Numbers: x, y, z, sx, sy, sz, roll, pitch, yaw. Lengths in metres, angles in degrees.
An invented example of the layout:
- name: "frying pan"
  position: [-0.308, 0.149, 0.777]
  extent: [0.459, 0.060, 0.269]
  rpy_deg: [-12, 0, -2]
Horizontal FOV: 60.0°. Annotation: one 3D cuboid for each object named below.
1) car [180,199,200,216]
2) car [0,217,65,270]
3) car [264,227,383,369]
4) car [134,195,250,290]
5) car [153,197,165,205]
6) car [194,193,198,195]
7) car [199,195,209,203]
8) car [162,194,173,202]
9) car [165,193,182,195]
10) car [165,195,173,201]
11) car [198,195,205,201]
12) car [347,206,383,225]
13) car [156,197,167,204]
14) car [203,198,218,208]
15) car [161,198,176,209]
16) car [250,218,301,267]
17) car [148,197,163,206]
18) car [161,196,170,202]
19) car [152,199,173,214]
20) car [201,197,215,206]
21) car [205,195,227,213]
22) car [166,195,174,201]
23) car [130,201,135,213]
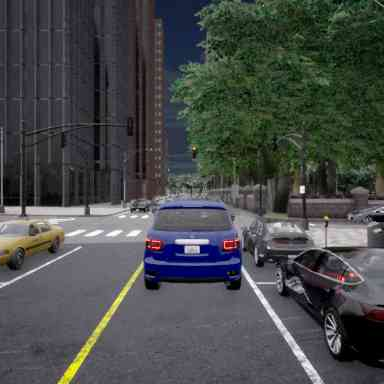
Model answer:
- name: "car"
  position: [-0.272, 1.512, 34.600]
  extent: [1.837, 1.490, 4.892]
  rpy_deg: [-2, 0, -2]
- name: "car"
  position: [-5.790, 1.526, 11.037]
  extent: [1.752, 1.417, 4.829]
  rpy_deg: [0, 0, 0]
- name: "car"
  position: [2.749, 1.566, 5.725]
  extent: [1.947, 1.339, 4.313]
  rpy_deg: [0, 0, 0]
- name: "car"
  position: [0.050, 1.222, 9.218]
  extent: [2.150, 2.045, 5.566]
  rpy_deg: [0, 0, 1]
- name: "car"
  position: [-5.918, 1.620, 59.699]
  extent: [1.802, 1.307, 4.206]
  rpy_deg: [0, 0, 0]
- name: "car"
  position: [-0.079, 1.540, 68.454]
  extent: [2.128, 1.511, 4.902]
  rpy_deg: [0, 0, 0]
- name: "car"
  position: [2.578, 1.491, 70.642]
  extent: [1.967, 1.590, 4.097]
  rpy_deg: [0, 0, 0]
- name: "car"
  position: [-5.975, 1.379, 81.528]
  extent: [2.192, 1.841, 5.009]
  rpy_deg: [0, 0, 0]
- name: "car"
  position: [-3.230, 1.388, 58.003]
  extent: [2.097, 1.767, 4.553]
  rpy_deg: [0, 0, 0]
- name: "car"
  position: [-5.990, 1.617, 86.984]
  extent: [1.887, 1.381, 4.507]
  rpy_deg: [0, 0, 0]
- name: "car"
  position: [2.535, 1.598, 87.181]
  extent: [1.752, 1.417, 4.829]
  rpy_deg: [0, 0, 0]
- name: "car"
  position: [14.794, 1.821, 26.074]
  extent: [4.902, 1.511, 2.128]
  rpy_deg: [1, 0, 0]
- name: "car"
  position: [-5.933, 1.626, 65.156]
  extent: [1.802, 1.307, 4.206]
  rpy_deg: [0, 0, 0]
- name: "car"
  position: [2.635, 1.591, 48.816]
  extent: [1.947, 1.339, 4.313]
  rpy_deg: [0, 0, 0]
- name: "car"
  position: [-3.219, 1.548, 46.857]
  extent: [1.812, 1.442, 4.674]
  rpy_deg: [0, 0, 0]
- name: "car"
  position: [2.734, 1.551, 11.238]
  extent: [2.008, 1.369, 4.403]
  rpy_deg: [0, 0, 0]
- name: "car"
  position: [-5.904, 1.582, 54.242]
  extent: [2.008, 1.369, 4.403]
  rpy_deg: [0, 0, 0]
- name: "car"
  position: [-5.961, 1.639, 76.071]
  extent: [1.802, 1.307, 4.206]
  rpy_deg: [0, 0, 0]
- name: "car"
  position: [-3.234, 1.538, 36.779]
  extent: [1.812, 1.442, 4.674]
  rpy_deg: [0, 0, 1]
- name: "car"
  position: [2.621, 1.582, 54.272]
  extent: [2.008, 1.369, 4.403]
  rpy_deg: [0, 0, 0]
- name: "car"
  position: [2.664, 1.328, 37.903]
  extent: [2.192, 1.841, 5.009]
  rpy_deg: [0, 0, 0]
- name: "car"
  position: [-6.004, 1.625, 92.442]
  extent: [1.887, 1.381, 4.507]
  rpy_deg: [0, 0, 0]
- name: "car"
  position: [-5.861, 1.579, 37.872]
  extent: [1.947, 1.339, 4.313]
  rpy_deg: [0, 0, 0]
